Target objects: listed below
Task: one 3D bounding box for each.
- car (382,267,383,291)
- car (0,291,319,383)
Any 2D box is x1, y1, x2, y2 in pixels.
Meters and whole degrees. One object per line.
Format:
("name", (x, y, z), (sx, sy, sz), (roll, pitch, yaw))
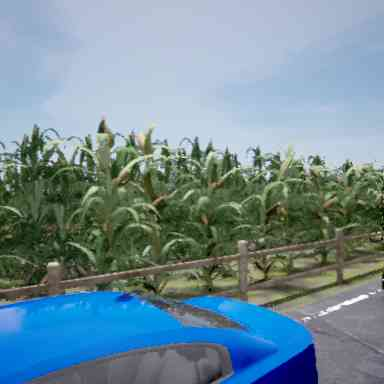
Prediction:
("car", (6.366, 1.642, 8.035), (4.902, 1.511, 2.128), (0, -2, -39))
("car", (-1.165, 1.553, 2.068), (5.008, 1.535, 1.882), (1, -2, -39))
